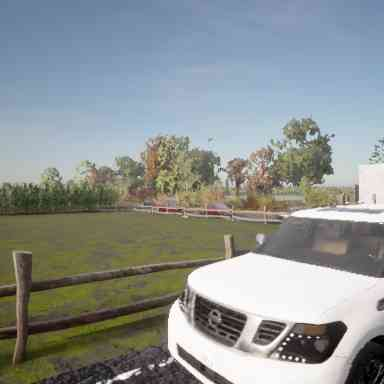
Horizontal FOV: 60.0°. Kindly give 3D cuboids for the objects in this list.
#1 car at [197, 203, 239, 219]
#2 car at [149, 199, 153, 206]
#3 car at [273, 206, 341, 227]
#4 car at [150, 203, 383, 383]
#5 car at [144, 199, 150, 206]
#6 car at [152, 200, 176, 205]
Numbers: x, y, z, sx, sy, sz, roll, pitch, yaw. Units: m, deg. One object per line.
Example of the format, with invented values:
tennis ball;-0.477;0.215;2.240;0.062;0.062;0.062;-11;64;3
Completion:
car;2.616;1.890;34.632;1.812;1.442;4.674;-1;-1;-34
car;-5.707;2.175;57.641;1.812;1.442;4.674;0;-1;-17
car;8.767;1.816;25.777;1.895;1.301;4.718;-1;0;-35
car;2.383;1.220;4.777;5.566;2.045;2.150;0;0;-36
car;-8.605;2.254;67.435;2.128;1.511;4.902;0;0;-19
car;-3.058;1.983;43.668;1.882;1.535;5.008;-1;0;-29
